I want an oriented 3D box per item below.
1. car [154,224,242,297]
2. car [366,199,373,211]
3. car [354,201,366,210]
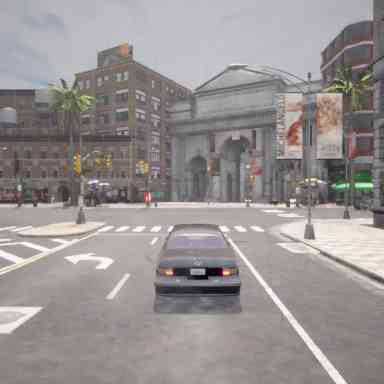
[{"bbox_3d":[0.110,1.547,8.762,2.033,1.411,5.357,0,0,0],"label":"car"},{"bbox_3d":[22.701,1.526,37.490,4.674,1.442,1.812,0,0,1],"label":"car"},{"bbox_3d":[22.274,1.564,40.989,4.181,1.385,1.994,0,0,0],"label":"car"}]
